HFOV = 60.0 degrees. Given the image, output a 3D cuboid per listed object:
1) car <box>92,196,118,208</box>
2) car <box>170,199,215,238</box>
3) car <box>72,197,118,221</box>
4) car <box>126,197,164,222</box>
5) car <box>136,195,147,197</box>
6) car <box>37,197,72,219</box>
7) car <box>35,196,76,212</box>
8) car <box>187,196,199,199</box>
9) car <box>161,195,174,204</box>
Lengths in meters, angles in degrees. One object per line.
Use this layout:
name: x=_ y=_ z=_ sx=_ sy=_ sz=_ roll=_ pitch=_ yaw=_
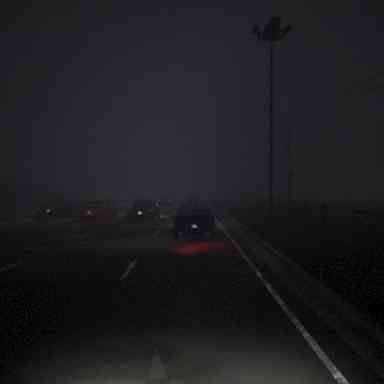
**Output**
car: x=-10.395 y=1.199 z=40.136 sx=1.895 sy=1.301 sz=4.718 roll=0 pitch=1 yaw=0
car: x=0.102 y=1.310 z=16.701 sx=1.882 sy=1.535 sz=5.008 roll=0 pitch=0 yaw=0
car: x=-6.897 y=1.229 z=24.780 sx=1.882 sy=1.535 sz=5.008 roll=0 pitch=1 yaw=0
car: x=-3.397 y=1.326 z=23.692 sx=1.994 sy=1.385 sz=4.181 roll=0 pitch=1 yaw=0
car: x=-6.893 y=1.072 z=45.379 sx=1.812 sy=1.442 sz=4.674 roll=0 pitch=0 yaw=0
car: x=-10.397 y=1.302 z=26.053 sx=1.994 sy=1.385 sz=4.181 roll=0 pitch=1 yaw=0
car: x=-13.895 y=1.203 z=34.316 sx=2.033 sy=1.411 sz=5.357 roll=0 pitch=1 yaw=0
car: x=0.105 y=1.182 z=36.513 sx=2.033 sy=1.411 sz=5.357 roll=0 pitch=1 yaw=0
car: x=-3.393 y=1.106 z=44.079 sx=2.033 sy=1.411 sz=5.357 roll=0 pitch=1 yaw=0
